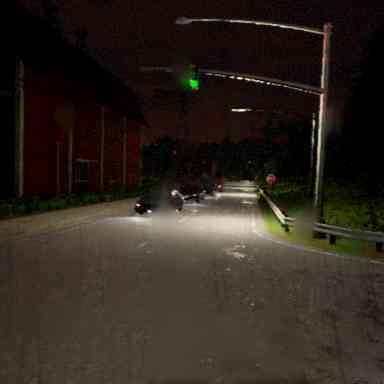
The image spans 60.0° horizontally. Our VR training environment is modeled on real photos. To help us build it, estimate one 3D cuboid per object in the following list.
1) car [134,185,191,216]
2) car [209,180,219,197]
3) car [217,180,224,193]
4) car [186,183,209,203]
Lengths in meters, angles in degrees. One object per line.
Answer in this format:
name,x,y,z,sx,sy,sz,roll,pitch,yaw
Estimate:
car,-1.720,0.515,19.906,2.033,1.411,5.357,2,3,10
car,1.658,-0.308,38.627,1.812,1.442,4.674,2,3,10
car,3.408,-0.887,48.134,2.097,1.767,4.553,2,3,11
car,0.006,0.062,29.486,1.837,1.490,4.892,2,3,10
